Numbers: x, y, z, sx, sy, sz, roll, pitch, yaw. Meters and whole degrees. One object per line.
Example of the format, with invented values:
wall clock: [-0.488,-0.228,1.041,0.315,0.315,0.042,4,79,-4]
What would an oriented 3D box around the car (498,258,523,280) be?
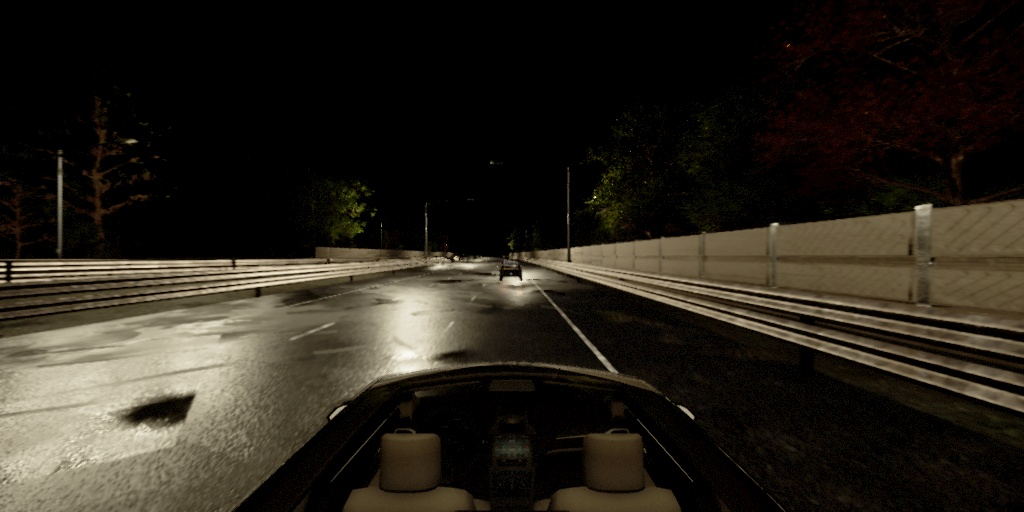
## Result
car: [-0.096,1.191,29.995,2.128,1.511,4.902,0,0,-1]
